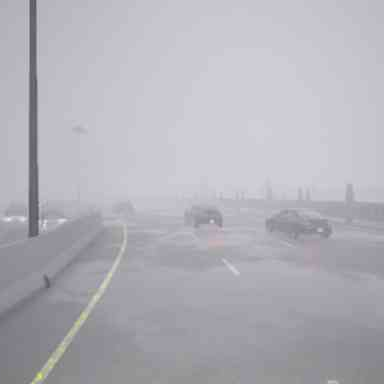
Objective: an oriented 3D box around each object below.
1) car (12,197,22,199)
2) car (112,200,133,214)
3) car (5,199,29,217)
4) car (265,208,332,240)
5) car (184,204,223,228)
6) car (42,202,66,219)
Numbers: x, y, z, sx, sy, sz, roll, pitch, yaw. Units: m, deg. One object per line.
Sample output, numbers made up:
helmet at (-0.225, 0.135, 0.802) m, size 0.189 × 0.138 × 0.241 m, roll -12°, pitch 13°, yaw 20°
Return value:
car at (-34.993, 1.809, 66.641) m, size 1.837 × 1.490 × 4.892 m, roll 0°, pitch 0°, yaw -40°
car at (-8.067, 1.644, 38.417) m, size 2.128 × 1.511 × 4.902 m, roll 0°, pitch 0°, yaw -22°
car at (-17.776, 1.751, 33.941) m, size 1.994 × 1.385 × 4.181 m, roll 0°, pitch 0°, yaw -23°
car at (5.390, 1.551, 17.227) m, size 1.812 × 1.442 × 4.674 m, roll 0°, pitch 0°, yaw -10°
car at (0.687, 1.570, 22.763) m, size 1.837 × 1.490 × 4.892 m, roll 0°, pitch 0°, yaw -13°
car at (-12.959, 1.681, 31.267) m, size 1.812 × 1.442 × 4.674 m, roll 0°, pitch 0°, yaw -21°
